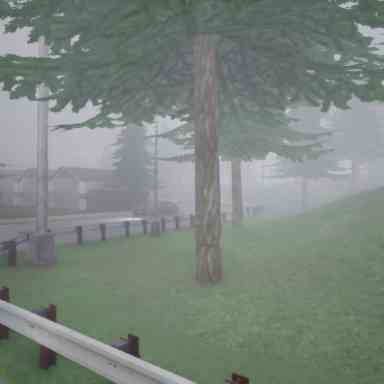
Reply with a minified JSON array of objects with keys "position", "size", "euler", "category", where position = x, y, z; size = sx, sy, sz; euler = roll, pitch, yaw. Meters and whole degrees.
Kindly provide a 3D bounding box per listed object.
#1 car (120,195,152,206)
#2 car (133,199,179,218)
[{"position":[-7.857,1.113,46.509],"size":[4.181,1.385,1.994],"euler":[1,0,37],"category":"car"},{"position":[-2.821,1.309,26.714],"size":[1.994,1.385,4.181],"euler":[1,1,32],"category":"car"}]
